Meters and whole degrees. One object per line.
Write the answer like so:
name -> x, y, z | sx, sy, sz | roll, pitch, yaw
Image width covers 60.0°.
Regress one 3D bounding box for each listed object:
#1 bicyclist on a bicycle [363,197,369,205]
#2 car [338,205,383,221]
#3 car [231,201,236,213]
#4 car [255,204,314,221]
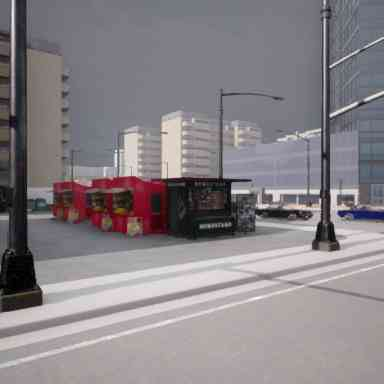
bicyclist on a bicycle -> 22.232, 1.466, 42.453 | 1.656, 1.620, 0.582 | 0, 0, -36
car -> 13.983, 1.676, 25.767 | 1.895, 1.301, 4.718 | 0, -1, -36
car -> 5.406, 1.750, 37.587 | 1.837, 1.490, 4.892 | 0, -1, -36
car -> 7.853, 1.731, 28.264 | 1.895, 1.301, 4.718 | 0, -1, -36
